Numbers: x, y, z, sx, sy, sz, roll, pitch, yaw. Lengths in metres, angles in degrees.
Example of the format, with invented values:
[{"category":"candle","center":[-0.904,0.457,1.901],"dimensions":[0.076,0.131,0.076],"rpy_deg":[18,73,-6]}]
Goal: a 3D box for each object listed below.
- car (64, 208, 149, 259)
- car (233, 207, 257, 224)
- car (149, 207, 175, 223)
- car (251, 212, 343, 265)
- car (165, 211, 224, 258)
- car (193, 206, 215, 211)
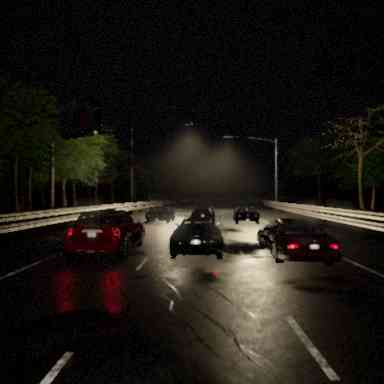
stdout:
[{"category":"car","center":[-3.282,1.484,13.321],"dimensions":[2.097,1.767,4.553],"rpy_deg":[0,-1,2]},{"category":"car","center":[4.434,1.878,27.616],"dimensions":[1.895,1.301,4.718],"rpy_deg":[0,-1,4]},{"category":"car","center":[-2.552,1.882,28.070],"dimensions":[1.895,1.301,4.718],"rpy_deg":[0,-1,5]},{"category":"car","center":[3.669,1.670,12.231],"dimensions":[2.033,1.411,5.357],"rpy_deg":[0,-1,2]},{"category":"car","center":[0.224,1.698,13.382],"dimensions":[1.994,1.385,4.181],"rpy_deg":[0,0,2]},{"category":"car","center":[0.975,1.847,28.180],"dimensions":[1.994,1.385,4.181],"rpy_deg":[0,-1,4]}]
